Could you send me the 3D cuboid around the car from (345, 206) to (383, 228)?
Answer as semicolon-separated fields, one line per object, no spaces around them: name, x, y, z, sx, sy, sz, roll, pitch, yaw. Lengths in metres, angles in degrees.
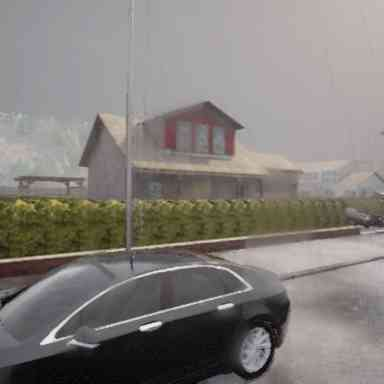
car;9.674;1.571;22.291;2.033;1.415;5.357;1;0;-33

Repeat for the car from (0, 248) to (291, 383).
car;-0.865;1.523;3.987;4.892;1.490;1.837;1;-1;-35
